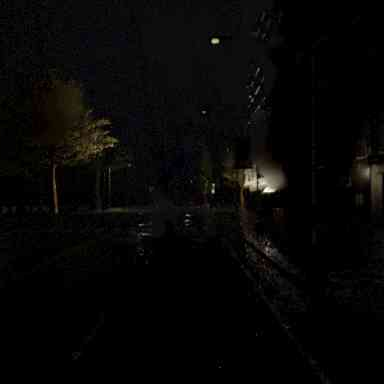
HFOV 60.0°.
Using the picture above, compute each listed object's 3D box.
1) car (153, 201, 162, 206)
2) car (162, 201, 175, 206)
[{"bbox_3d":[-9.830,3.233,92.550,1.882,1.535,5.008,0,-2,0],"label":"car"},{"bbox_3d":[-6.580,3.233,92.552,1.882,1.535,5.008,0,-2,0],"label":"car"}]
